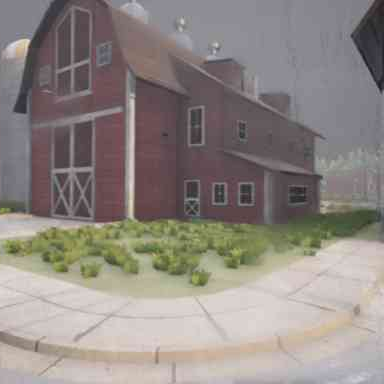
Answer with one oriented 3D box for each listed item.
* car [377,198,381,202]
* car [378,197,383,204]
[{"bbox_3d":[33.658,1.695,58.441,1.816,1.474,4.193,1,0,36],"label":"car"},{"bbox_3d":[40.226,1.740,69.568,1.784,1.438,3.905,1,0,36],"label":"car"}]
